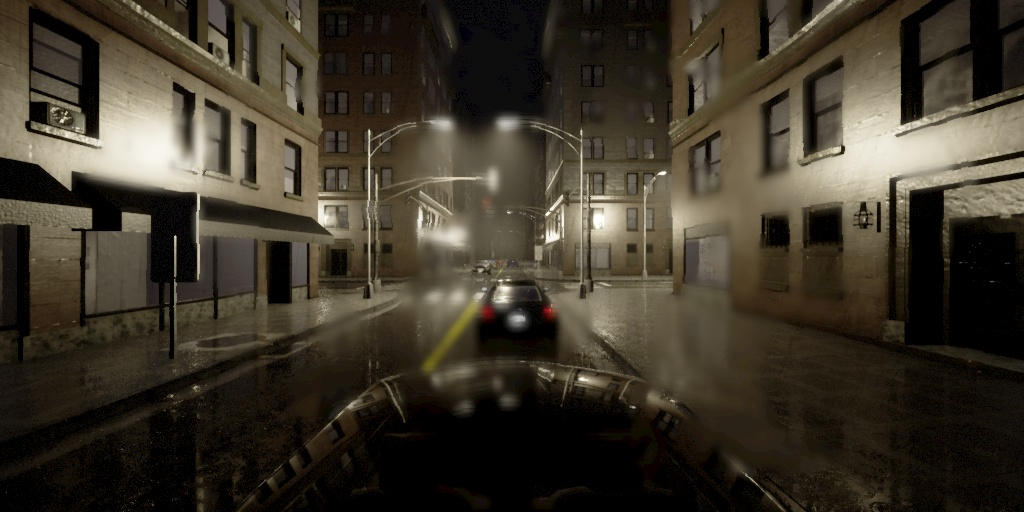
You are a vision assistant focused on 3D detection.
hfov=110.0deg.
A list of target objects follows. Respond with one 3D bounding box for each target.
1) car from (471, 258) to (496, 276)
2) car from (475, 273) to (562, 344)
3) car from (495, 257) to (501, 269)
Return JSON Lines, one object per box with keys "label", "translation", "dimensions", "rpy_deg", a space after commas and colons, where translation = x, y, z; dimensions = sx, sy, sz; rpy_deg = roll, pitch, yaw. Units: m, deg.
{"label": "car", "translation": [-3.083, 1.238, 37.219], "dimensions": [2.128, 1.511, 4.902], "rpy_deg": [0, 0, 0]}
{"label": "car", "translation": [0.117, 1.314, 9.592], "dimensions": [1.994, 1.385, 4.181], "rpy_deg": [0, 0, -1]}
{"label": "car", "translation": [-3.075, 1.290, 51.851], "dimensions": [2.033, 1.411, 5.357], "rpy_deg": [0, 0, 0]}
